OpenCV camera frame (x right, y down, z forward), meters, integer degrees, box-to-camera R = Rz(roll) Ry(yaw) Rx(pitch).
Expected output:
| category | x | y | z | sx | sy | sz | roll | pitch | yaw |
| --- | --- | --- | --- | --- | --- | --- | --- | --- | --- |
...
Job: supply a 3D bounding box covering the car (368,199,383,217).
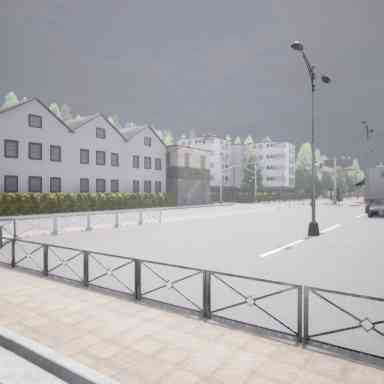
| category | x | y | z | sx | sy | sz | roll | pitch | yaw |
| --- | --- | --- | --- | --- | --- | --- | --- | --- | --- |
| car | 15.450 | 1.298 | 26.786 | 2.007 | 1.523 | 4.514 | 0 | 0 | 35 |
